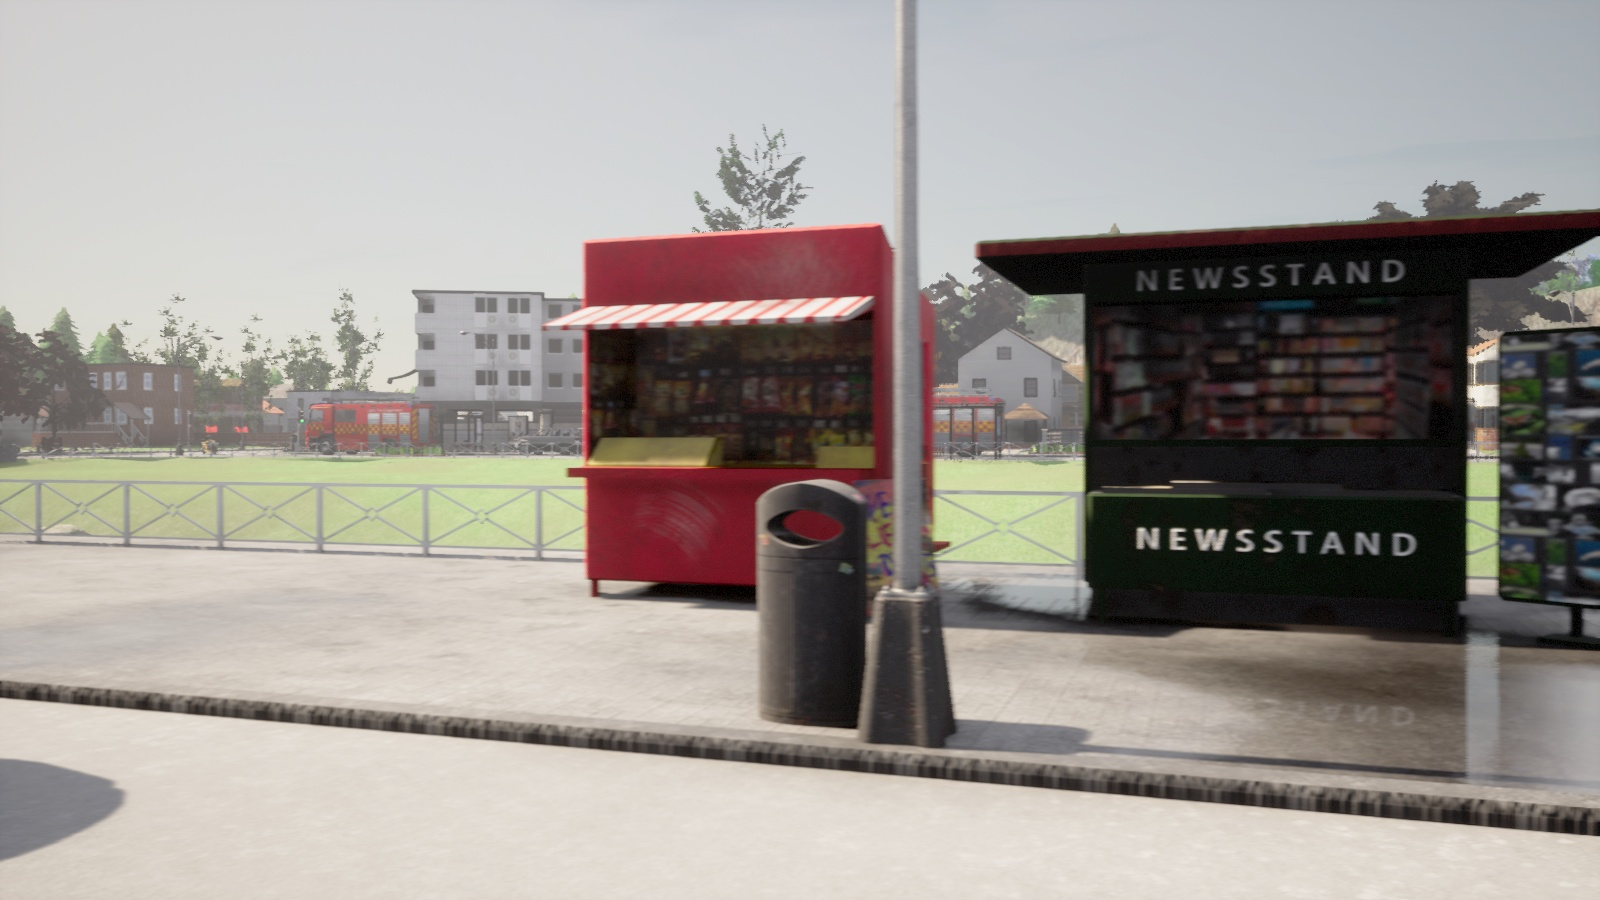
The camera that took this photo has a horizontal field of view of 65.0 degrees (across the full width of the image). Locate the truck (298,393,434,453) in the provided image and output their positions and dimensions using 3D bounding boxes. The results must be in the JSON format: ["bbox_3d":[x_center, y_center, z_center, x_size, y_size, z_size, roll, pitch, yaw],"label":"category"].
[{"bbox_3d":[-28.546,-1.769,82.636,8.468,3.827,2.891,1,1,19],"label":"truck"}]

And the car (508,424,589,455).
[{"bbox_3d":[-15.655,-0.670,78.308,4.605,1.855,1.932,1,1,19],"label":"car"}]

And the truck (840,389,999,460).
[{"bbox_3d":[6.716,-1.446,70.762,8.468,3.827,2.891,1,1,19],"label":"truck"}]

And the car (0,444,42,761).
[{"bbox_3d":[-6.304,0.709,5.839,4.792,1.488,2.163,1,1,19],"label":"car"}]
